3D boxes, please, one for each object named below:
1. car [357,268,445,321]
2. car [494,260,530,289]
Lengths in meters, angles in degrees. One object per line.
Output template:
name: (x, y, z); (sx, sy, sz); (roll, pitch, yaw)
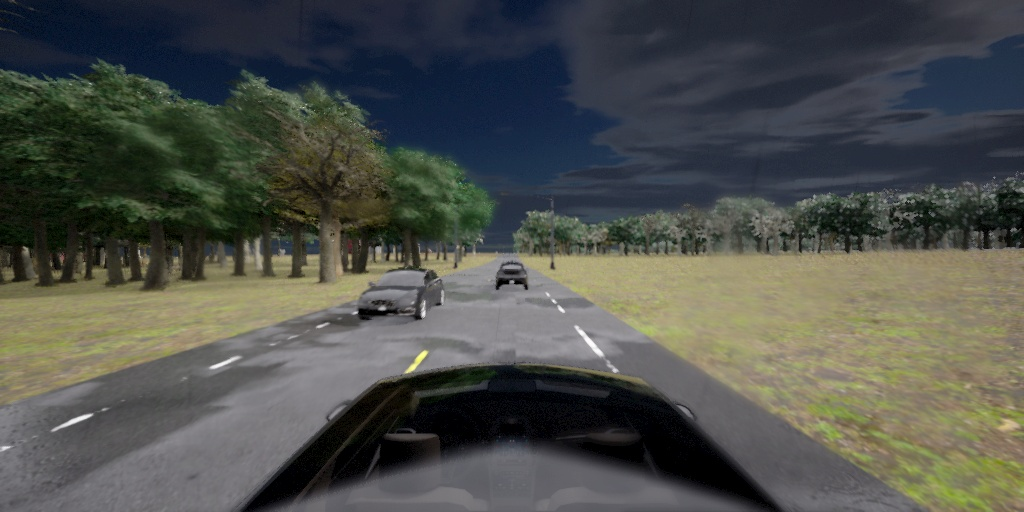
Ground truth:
car: (-3.512, 1.171, 12.151); (1.837, 1.490, 4.892); (0, 0, 0)
car: (0.011, 1.123, 21.552); (1.837, 1.490, 4.892); (0, 0, 0)
